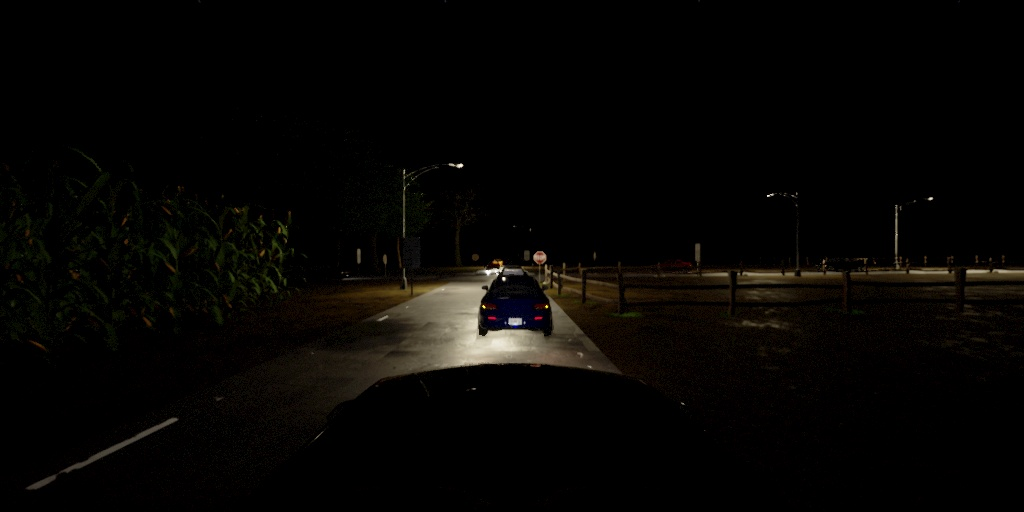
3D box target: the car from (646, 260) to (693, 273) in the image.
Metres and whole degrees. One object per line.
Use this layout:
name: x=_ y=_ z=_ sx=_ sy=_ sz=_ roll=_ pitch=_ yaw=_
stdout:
car: x=16.545 y=1.103 z=37.866 sx=4.674 sy=1.442 sz=1.812 roll=-1 pitch=1 yaw=0

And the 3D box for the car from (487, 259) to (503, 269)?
car: x=-2.856 y=1.448 z=54.849 sx=1.895 sy=1.301 sz=4.718 roll=0 pitch=0 yaw=0

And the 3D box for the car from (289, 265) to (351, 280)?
car: x=-18.772 y=1.557 z=35.120 sx=5.357 sy=1.411 sz=2.033 roll=-1 pitch=1 yaw=0

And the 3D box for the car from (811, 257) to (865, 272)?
car: x=34.385 y=0.844 z=37.768 sx=5.008 sy=1.535 sz=1.882 roll=-1 pitch=1 yaw=0

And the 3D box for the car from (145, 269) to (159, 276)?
car: x=-37.346 y=1.697 z=35.221 sx=5.008 sy=1.535 sz=1.882 roll=-1 pitch=1 yaw=0

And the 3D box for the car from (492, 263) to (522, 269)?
car: x=0.037 y=1.334 z=21.419 sx=1.994 sy=1.385 sz=4.181 roll=0 pitch=0 yaw=-1

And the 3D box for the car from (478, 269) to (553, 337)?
car: x=0.086 y=1.280 z=10.217 sx=1.812 sy=1.442 sz=4.674 roll=0 pitch=0 yaw=0
